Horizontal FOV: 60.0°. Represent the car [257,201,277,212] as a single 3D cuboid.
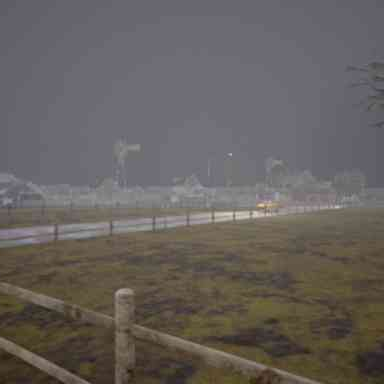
[{"bbox_3d":[11.702,2.189,51.434,1.882,1.535,5.008,1,0,35],"label":"car"}]
